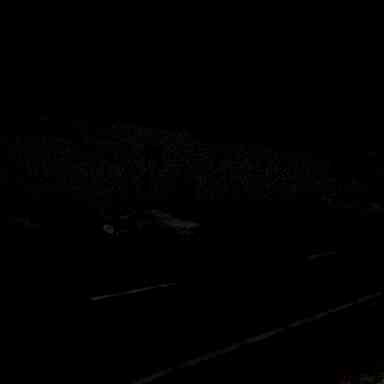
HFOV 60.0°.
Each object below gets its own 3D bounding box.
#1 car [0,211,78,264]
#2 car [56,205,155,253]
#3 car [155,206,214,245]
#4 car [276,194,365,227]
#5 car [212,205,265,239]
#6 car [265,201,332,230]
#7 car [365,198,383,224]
[{"bbox_3d":[-6.501,1.534,11.918,4.674,1.452,2.002,-1,-1,35],"label":"car"},{"bbox_3d":[-4.084,1.361,13.676,4.553,1.767,2.185,-1,-1,35],"label":"car"},{"bbox_3d":[-1.615,1.518,15.399,4.674,1.452,2.002,-1,-1,35],"label":"car"},{"bbox_3d":[8.189,1.178,22.353,5.566,2.045,2.435,-1,-1,35],"label":"car"},{"bbox_3d":[0.835,1.467,17.132,5.008,1.535,2.097,-1,0,35],"label":"car"},{"bbox_3d":[5.747,1.469,20.607,4.792,1.488,2.163,-1,-1,35],"label":"car"},{"bbox_3d":[10.765,1.413,23.999,5.366,1.575,1.946,-1,-1,35],"label":"car"}]
